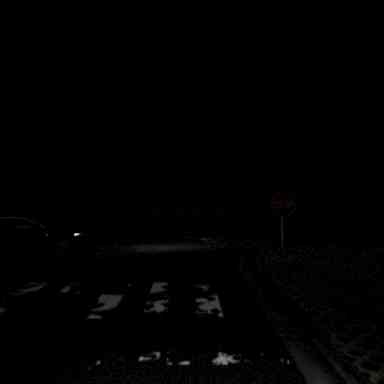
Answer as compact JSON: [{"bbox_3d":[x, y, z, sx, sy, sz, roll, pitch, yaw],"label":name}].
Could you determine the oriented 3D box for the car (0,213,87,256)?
[{"bbox_3d":[-6.474,1.542,12.307,4.902,1.511,2.128,1,0,-20],"label":"car"}]
